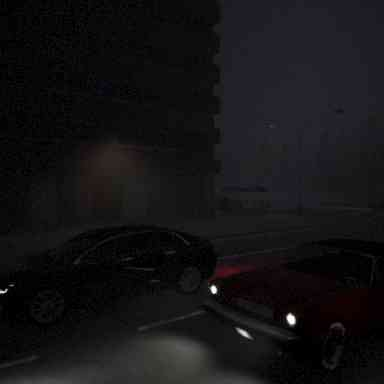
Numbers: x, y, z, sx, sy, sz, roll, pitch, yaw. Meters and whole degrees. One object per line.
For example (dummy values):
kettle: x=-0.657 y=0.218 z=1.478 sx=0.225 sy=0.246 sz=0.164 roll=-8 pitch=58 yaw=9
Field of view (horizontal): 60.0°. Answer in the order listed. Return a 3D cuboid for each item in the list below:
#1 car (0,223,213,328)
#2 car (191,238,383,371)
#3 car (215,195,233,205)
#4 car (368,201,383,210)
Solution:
car: x=-1.679 y=1.485 z=7.054 sx=4.892 sy=1.490 sz=1.837 roll=-1 pitch=0 yaw=-35
car: x=2.502 y=1.561 z=5.722 sx=4.718 sy=1.301 sz=1.895 roll=-1 pitch=0 yaw=-35
car: x=4.080 y=1.200 z=50.411 sx=1.837 sy=1.490 sz=4.892 roll=0 pitch=0 yaw=-43
car: x=20.734 y=1.265 z=34.119 sx=1.895 sy=1.301 sz=4.718 roll=0 pitch=0 yaw=-29
